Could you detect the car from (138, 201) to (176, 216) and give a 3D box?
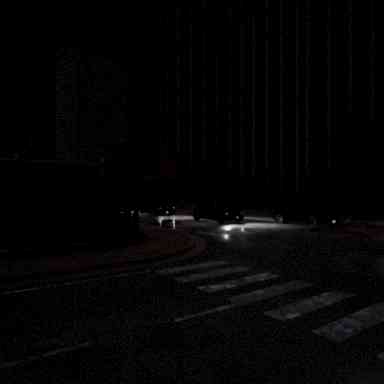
[{"bbox_3d":[-3.526,1.542,32.162,1.895,1.301,4.718,0,0,-35],"label":"car"}]

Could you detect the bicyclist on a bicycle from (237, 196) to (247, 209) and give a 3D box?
[{"bbox_3d":[5.907,1.240,39.571,1.656,1.620,0.582,0,0,-36],"label":"bicyclist on a bicycle"}]

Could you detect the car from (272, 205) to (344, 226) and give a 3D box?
[{"bbox_3d":[7.722,1.541,22.731,1.895,1.301,4.718,0,0,-31],"label":"car"}]

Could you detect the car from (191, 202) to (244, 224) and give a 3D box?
[{"bbox_3d":[1.760,1.467,24.756,1.812,1.442,4.674,0,0,-36],"label":"car"}]
